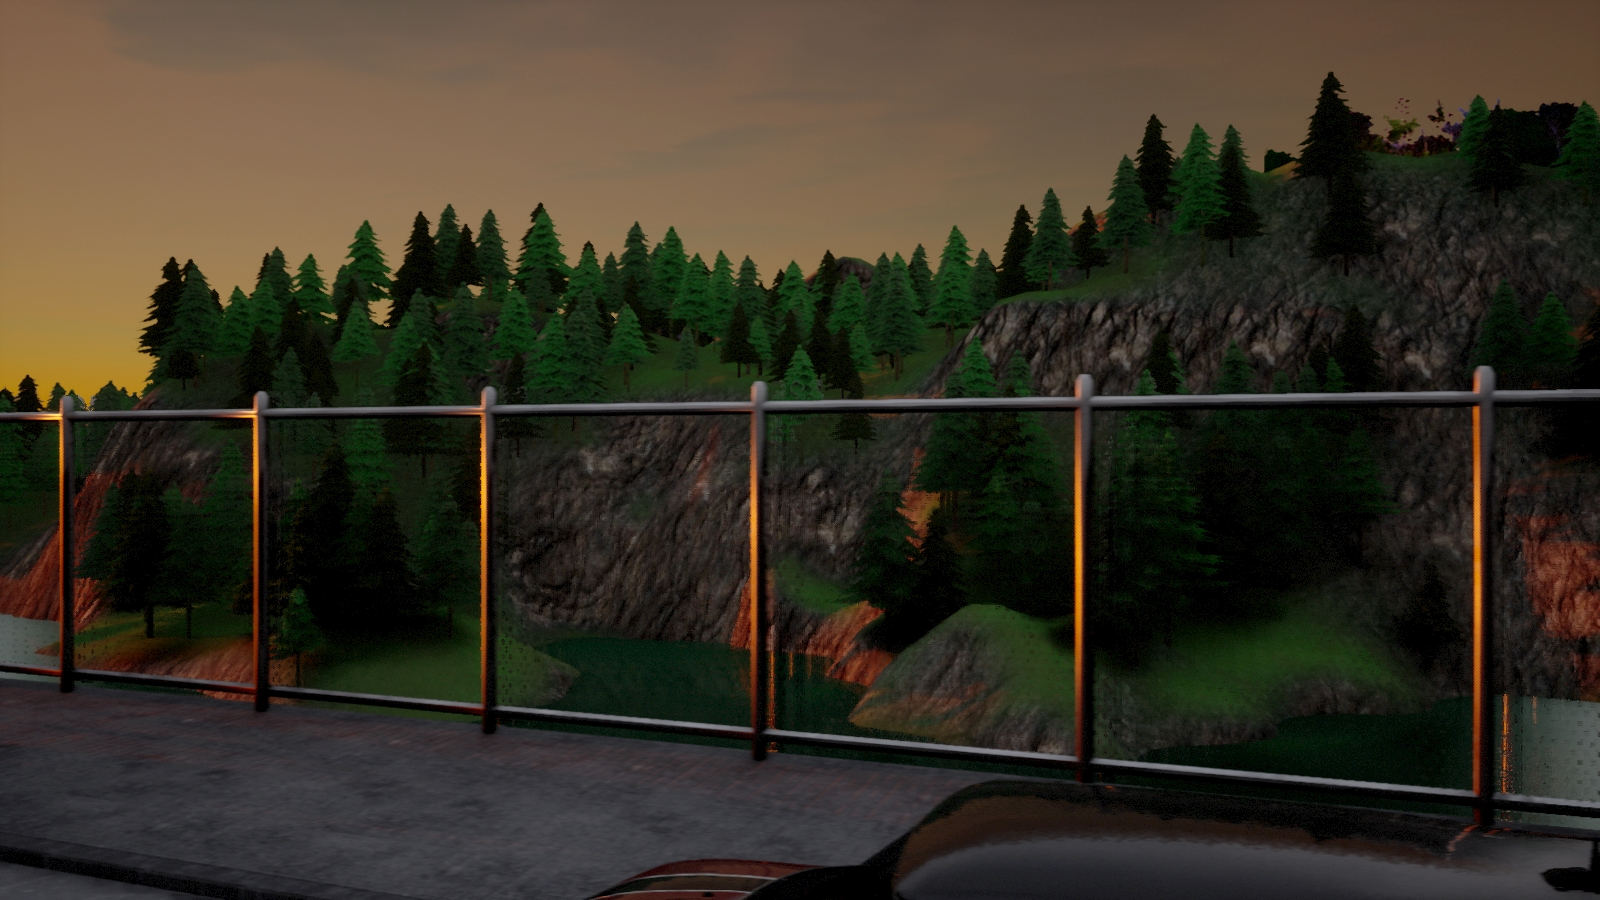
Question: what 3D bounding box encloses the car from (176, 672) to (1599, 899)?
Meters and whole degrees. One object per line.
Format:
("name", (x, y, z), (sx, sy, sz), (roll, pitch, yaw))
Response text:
("car", (0.703, 1.905, 3.515), (4.553, 1.767, 2.097), (0, 0, 19))
